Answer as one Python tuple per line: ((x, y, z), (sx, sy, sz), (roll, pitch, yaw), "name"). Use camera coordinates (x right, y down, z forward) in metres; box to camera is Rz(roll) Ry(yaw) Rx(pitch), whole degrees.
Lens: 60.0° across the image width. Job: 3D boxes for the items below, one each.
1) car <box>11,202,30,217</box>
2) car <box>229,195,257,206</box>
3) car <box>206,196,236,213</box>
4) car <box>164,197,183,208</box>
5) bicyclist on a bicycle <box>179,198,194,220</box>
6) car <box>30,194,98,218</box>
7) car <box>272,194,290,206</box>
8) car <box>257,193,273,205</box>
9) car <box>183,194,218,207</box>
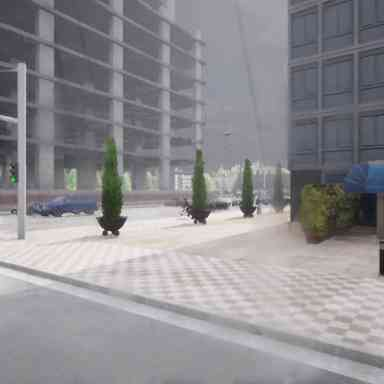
((-14.871, 1.561, 31.678), (1.994, 1.385, 4.181), (0, 0, 36), "car")
((7.626, 1.599, 50.609), (1.895, 1.301, 4.718), (0, 0, 36), "car")
((2.572, 1.490, 37.557), (2.128, 1.511, 4.902), (0, 0, 36), "car")
((-2.198, 1.523, 49.195), (1.812, 1.442, 4.674), (0, 0, 36), "car")
((-0.367, 1.299, 25.316), (1.656, 1.620, 0.582), (0, 0, 36), "bicyclist on a bicycle")
((-11.346, 1.217, 30.582), (2.150, 2.045, 5.566), (0, 0, 36), "car")
((15.960, 1.490, 56.111), (2.128, 1.511, 4.902), (0, 0, 36), "car")
((12.842, 1.350, 57.926), (2.097, 1.767, 4.553), (0, 0, 36), "car")
((1.264, 1.475, 48.002), (1.882, 1.535, 5.008), (0, 0, 36), "car")
